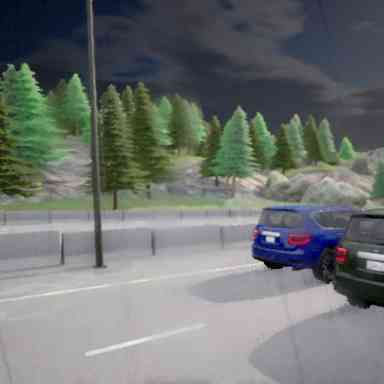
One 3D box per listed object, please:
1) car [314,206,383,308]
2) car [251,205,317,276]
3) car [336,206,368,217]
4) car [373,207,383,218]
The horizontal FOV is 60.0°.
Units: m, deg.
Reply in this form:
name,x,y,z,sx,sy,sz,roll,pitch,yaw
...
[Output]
name,x,y,z,sx,sy,sz,roll,pitch,yaw
car,5.334,1.376,7.052,5.566,2.045,2.150,1,-1,-33
car,4.399,1.442,10.620,5.566,2.045,2.150,1,-1,-33
car,23.161,2.772,48.069,5.008,1.535,1.882,2,-2,-33
car,28.146,2.882,47.094,5.357,1.411,2.033,2,-2,-33
